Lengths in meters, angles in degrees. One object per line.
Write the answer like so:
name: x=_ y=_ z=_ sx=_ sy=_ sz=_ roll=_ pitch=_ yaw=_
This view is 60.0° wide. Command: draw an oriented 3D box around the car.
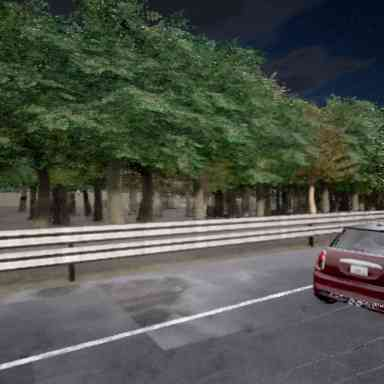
car: x=4.664 y=1.407 z=7.071 sx=4.553 sy=1.767 sz=2.097 roll=1 pitch=0 yaw=-35
